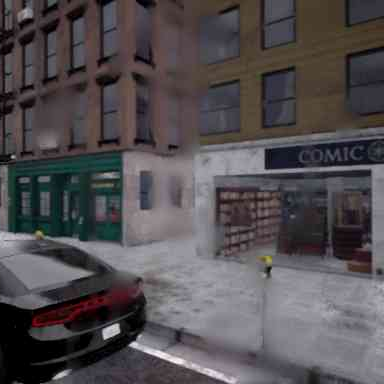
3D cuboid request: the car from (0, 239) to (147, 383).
[{"bbox_3d":[-2.976,1.522,5.395,5.008,1.535,1.882,-1,0,35],"label":"car"}]
